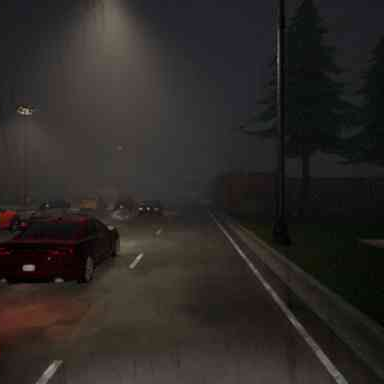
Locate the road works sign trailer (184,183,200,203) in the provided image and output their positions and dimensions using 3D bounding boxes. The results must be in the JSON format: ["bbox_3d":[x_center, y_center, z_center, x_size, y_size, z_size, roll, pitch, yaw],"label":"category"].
[{"bbox_3d":[0.008,0.058,58.119,2.380,3.560,2.880,0,0,0],"label":"road works sign trailer"}]

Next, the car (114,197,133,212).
[{"bbox_3d":[-6.908,1.281,34.903,1.812,1.442,4.674,0,0,0],"label":"car"}]

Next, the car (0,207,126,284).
[{"bbox_3d":[-3.398,1.411,9.407,1.882,1.535,5.008,0,0,0],"label":"car"}]

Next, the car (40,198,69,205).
[{"bbox_3d":[-14.014,1.324,34.295,1.994,1.385,4.181,0,0,0],"label":"car"}]

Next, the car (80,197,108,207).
[{"bbox_3d":[-10.393,1.230,35.395,1.882,1.535,5.008,0,0,0],"label":"car"}]

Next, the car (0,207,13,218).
[{"bbox_3d":[-10.399,1.237,16.298,2.097,1.767,4.553,0,0,0],"label":"car"}]

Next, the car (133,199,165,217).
[{"bbox_3d":[-3.396,1.348,28.468,2.033,1.411,5.357,0,0,0],"label":"car"}]

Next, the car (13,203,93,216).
[{"bbox_3d":[-6.898,1.480,17.137,1.895,1.301,4.718,0,0,0],"label":"car"}]
